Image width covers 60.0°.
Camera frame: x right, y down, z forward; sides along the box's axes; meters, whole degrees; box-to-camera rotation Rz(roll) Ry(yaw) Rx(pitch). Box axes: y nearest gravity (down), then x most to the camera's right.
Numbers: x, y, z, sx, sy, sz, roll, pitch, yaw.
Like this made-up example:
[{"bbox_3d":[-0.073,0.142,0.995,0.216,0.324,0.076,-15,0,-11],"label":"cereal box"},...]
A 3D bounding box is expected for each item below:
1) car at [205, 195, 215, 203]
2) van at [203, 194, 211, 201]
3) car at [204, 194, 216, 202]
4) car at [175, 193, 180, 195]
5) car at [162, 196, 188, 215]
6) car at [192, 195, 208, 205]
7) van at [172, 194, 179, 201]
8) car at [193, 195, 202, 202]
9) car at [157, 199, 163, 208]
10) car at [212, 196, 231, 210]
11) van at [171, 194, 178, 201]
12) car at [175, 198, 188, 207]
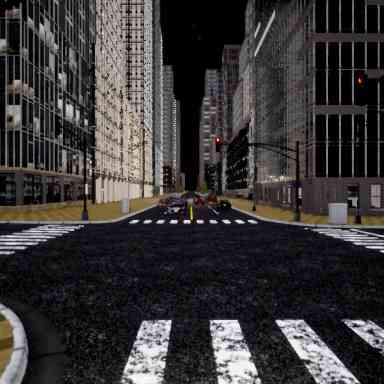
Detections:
[{"bbox_3d":[3.729,1.432,69.469,1.967,1.590,4.097,0,0,0],"label":"car"},{"bbox_3d":[3.677,1.321,80.524,1.690,1.788,3.998,0,0,0],"label":"van"},{"bbox_3d":[3.755,1.313,63.940,2.192,1.841,5.009,0,0,0],"label":"car"},{"bbox_3d":[-4.177,1.426,74.960,1.967,1.590,4.097,0,0,0],"label":"car"},{"bbox_3d":[-1.527,1.508,33.766,2.128,1.511,4.902,0,0,-1],"label":"car"},{"bbox_3d":[1.304,1.603,58.676,1.895,1.301,4.718,0,0,0],"label":"car"},{"bbox_3d":[-4.229,1.315,86.014,1.690,1.788,3.998,0,0,0],"label":"van"},{"bbox_3d":[1.158,1.488,73.285,1.837,1.490,4.892,0,0,0],"label":"car"},{"bbox_3d":[-4.048,1.592,47.321,1.802,1.307,4.206,0,0,0],"label":"car"},{"bbox_3d":[3.907,1.579,41.832,1.947,1.339,4.313,0,0,0],"label":"car"},{"bbox_3d":[-4.203,1.321,80.487,1.690,1.788,3.998,0,0,0],"label":"van"},{"bbox_3d":[-1.601,1.608,53.365,1.895,1.301,4.718,0,0,0],"label":"car"}]
